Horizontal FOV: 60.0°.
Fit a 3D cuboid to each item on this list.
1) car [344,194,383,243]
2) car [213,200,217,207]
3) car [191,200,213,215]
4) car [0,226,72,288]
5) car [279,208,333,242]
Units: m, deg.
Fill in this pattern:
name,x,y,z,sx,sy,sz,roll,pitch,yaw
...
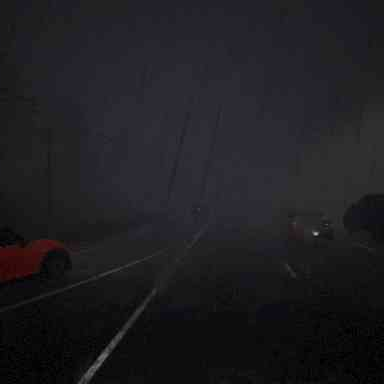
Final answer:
name,x,y,z,sx,sy,sz,roll,pitch,yaw
car,8.832,1.079,15.182,2.150,2.045,5.566,-2,-1,7
car,3.423,2.126,59.862,1.895,1.301,4.718,-2,-1,7
car,1.017,1.953,39.432,1.994,1.385,4.181,-2,-1,7
car,-5.352,1.630,8.534,2.097,1.767,4.553,-2,-1,26
car,5.445,1.512,16.234,1.812,1.442,4.674,-2,-1,7
